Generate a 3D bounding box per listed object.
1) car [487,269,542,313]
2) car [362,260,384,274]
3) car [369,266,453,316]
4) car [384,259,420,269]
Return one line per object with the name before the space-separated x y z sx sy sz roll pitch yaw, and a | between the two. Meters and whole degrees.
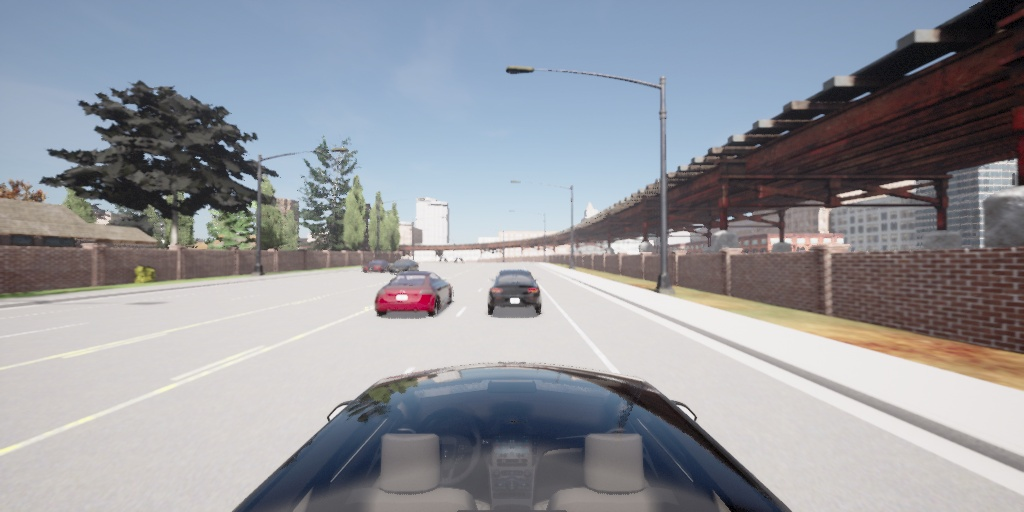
car | 0.083 1.205 13.384 1.812 1.442 4.674 0 0 0
car | -14.095 1.096 37.802 1.994 1.385 4.181 0 0 0
car | -3.403 1.245 13.100 1.994 1.385 4.181 0 0 0
car | -10.601 1.023 35.605 1.882 1.535 5.008 0 0 0
